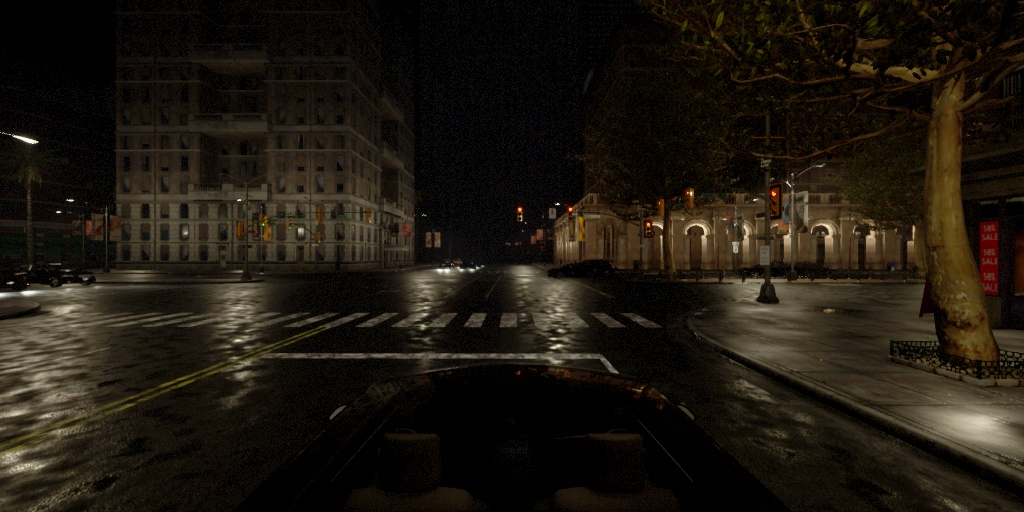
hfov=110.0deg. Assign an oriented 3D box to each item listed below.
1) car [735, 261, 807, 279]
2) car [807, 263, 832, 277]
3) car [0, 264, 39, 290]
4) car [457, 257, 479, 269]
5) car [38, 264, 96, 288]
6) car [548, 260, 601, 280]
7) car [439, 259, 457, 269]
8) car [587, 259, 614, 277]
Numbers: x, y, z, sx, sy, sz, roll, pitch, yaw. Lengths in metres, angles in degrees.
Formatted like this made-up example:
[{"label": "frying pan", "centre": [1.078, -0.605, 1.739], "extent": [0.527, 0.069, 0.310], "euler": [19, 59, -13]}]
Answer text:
[{"label": "car", "centre": [22.114, 1.227, 31.163], "extent": [5.008, 1.535, 1.882], "euler": [0, 0, 0]}, {"label": "car", "centre": [27.554, 1.297, 34.617], "extent": [5.357, 1.411, 2.033], "euler": [0, 0, 0]}, {"label": "car", "centre": [-29.793, 1.314, 19.910], "extent": [4.181, 1.385, 1.994], "euler": [0, 0, 1]}, {"label": "car", "centre": [-6.916, 1.102, 56.804], "extent": [2.097, 1.767, 4.553], "euler": [0, 0, 1]}, {"label": "car", "centre": [-30.233, 1.242, 23.421], "extent": [4.902, 1.511, 2.128], "euler": [0, 0, 1]}, {"label": "car", "centre": [5.236, 1.314, 31.305], "extent": [4.181, 1.385, 1.994], "euler": [0, 0, 0]}, {"label": "car", "centre": [-10.412, 1.242, 57.249], "extent": [2.128, 1.511, 4.902], "euler": [0, 0, 1]}, {"label": "car", "centre": [7.464, 1.101, 34.787], "extent": [4.553, 1.767, 2.097], "euler": [0, 0, 0]}]
